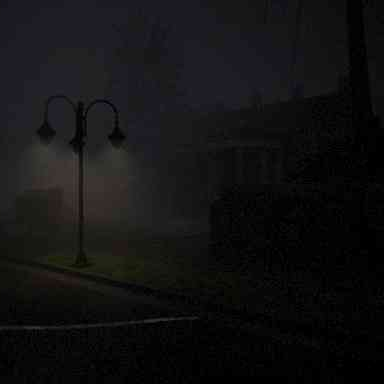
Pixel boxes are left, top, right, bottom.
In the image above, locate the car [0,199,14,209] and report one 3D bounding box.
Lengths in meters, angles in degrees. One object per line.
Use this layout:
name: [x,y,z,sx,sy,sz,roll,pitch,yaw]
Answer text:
car: [-24.808,1.599,42.927,1.895,1.301,4.718,0,0,7]
